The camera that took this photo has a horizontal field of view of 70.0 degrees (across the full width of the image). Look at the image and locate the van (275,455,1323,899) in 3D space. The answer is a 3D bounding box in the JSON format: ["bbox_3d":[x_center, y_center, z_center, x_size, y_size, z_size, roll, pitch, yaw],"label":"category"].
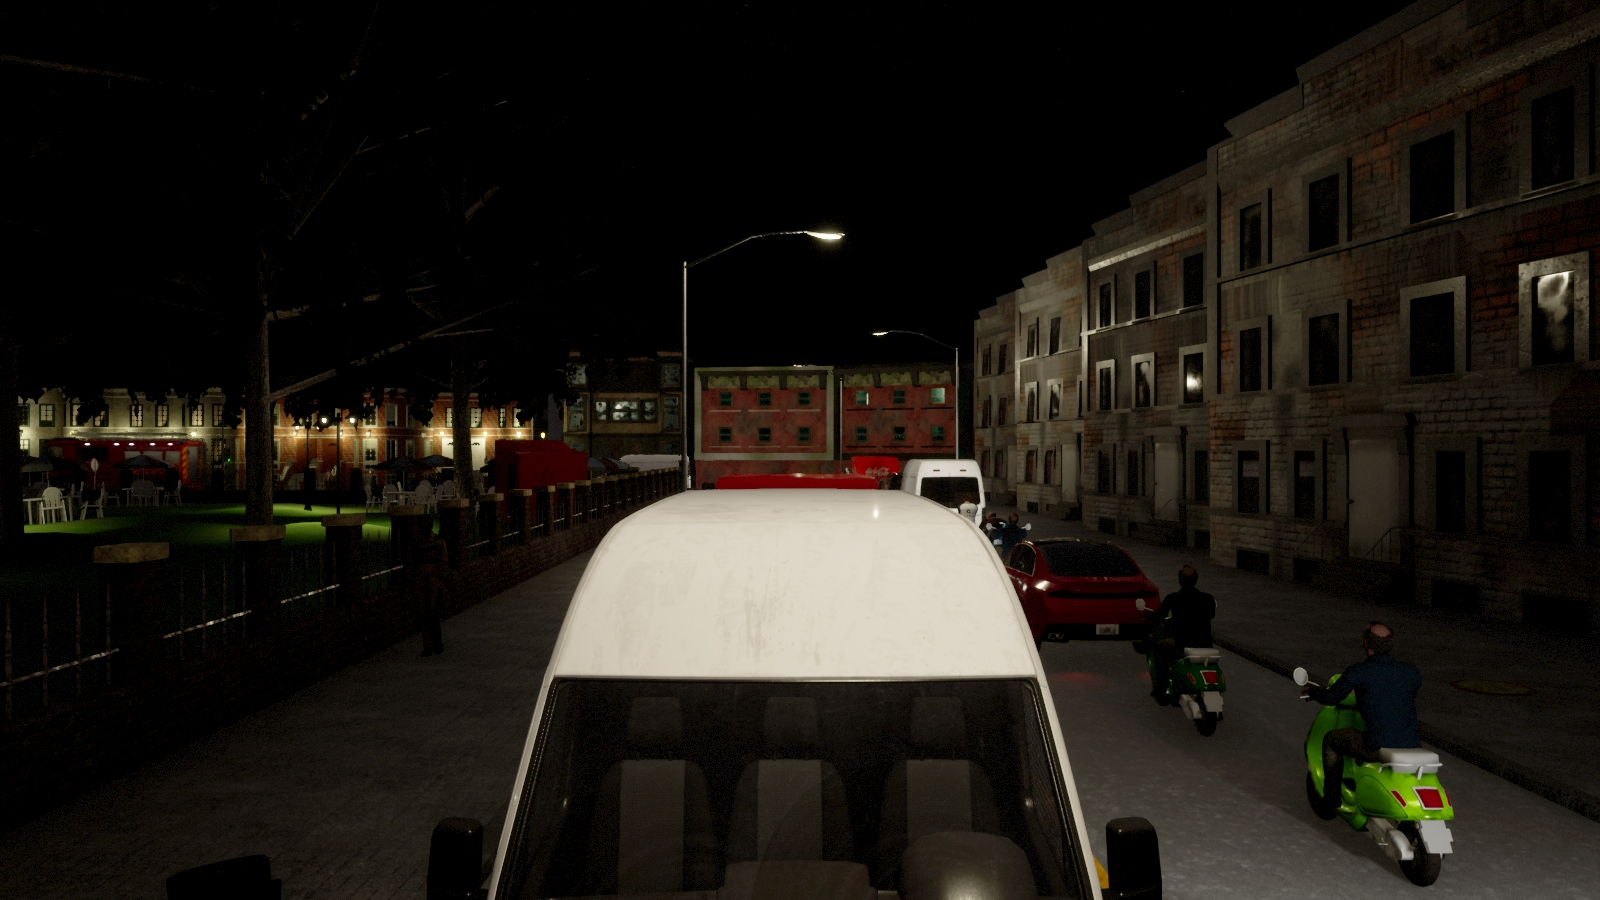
[{"bbox_3d":[-0.006,1.314,5.127,1.988,2.561,5.915,0,0,0],"label":"van"}]

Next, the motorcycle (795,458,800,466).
[{"bbox_3d":[-0.384,1.962,183.190,0.856,1.236,1.805,0,0,0],"label":"motorcycle"}]

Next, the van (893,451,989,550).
[{"bbox_3d":[3.906,1.314,32.634,1.988,2.561,5.915,0,0,0],"label":"van"}]

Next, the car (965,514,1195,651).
[{"bbox_3d":[3.953,1.841,17.118,2.231,1.480,4.892,0,0,0],"label":"car"}]

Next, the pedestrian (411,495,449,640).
[{"bbox_3d":[-4.842,1.525,14.955,0.375,1.860,0.375,0,0,0],"label":"pedestrian"}]
